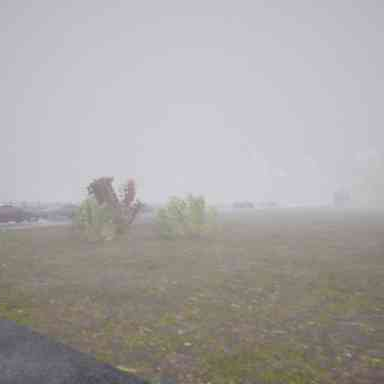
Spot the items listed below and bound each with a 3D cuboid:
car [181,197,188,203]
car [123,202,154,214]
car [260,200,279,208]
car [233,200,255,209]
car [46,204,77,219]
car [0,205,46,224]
[{"bbox_3d":[-0.492,1.665,47.527,2.150,2.045,5.566,-1,-1,36],"label":"car"},{"bbox_3d":[-6.749,1.875,38.839,2.033,1.411,5.357,-1,-1,36],"label":"car"},{"bbox_3d":[14.472,2.162,62.150,2.033,1.411,5.357,-1,-1,36],"label":"car"},{"bbox_3d":[8.413,1.978,53.720,1.882,1.535,5.008,-1,-1,36],"label":"car"},{"bbox_3d":[-12.186,1.790,31.288,1.994,1.385,4.181,-1,-1,36],"label":"car"},{"bbox_3d":[-13.143,1.615,23.460,1.812,1.442,4.674,-2,-2,29],"label":"car"}]
